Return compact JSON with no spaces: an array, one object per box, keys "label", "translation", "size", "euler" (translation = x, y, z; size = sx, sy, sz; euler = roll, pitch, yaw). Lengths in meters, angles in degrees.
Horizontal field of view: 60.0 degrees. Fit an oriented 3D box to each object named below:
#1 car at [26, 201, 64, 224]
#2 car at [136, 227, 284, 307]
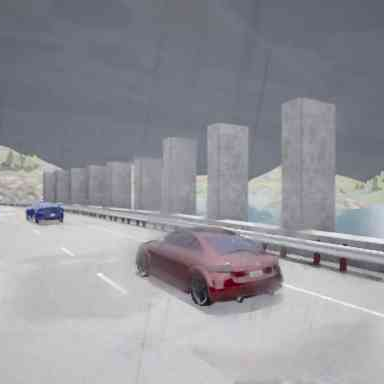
[{"label":"car","translation":[-11.147,1.444,25.041],"size":[1.882,1.535,5.008],"euler":[0,0,-36]},{"label":"car","translation":[0.192,1.560,8.178],"size":[1.994,1.385,4.181],"euler":[0,0,-32]}]
